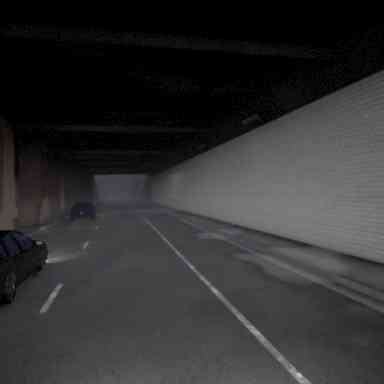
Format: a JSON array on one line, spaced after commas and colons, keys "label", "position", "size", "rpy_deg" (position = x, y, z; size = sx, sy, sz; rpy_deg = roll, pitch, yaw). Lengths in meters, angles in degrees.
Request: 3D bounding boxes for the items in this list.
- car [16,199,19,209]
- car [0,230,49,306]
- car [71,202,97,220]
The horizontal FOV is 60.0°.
[{"label": "car", "position": [-22.901, 1.621, 40.484], "size": [2.150, 2.045, 5.566], "rpy_deg": [-1, 0, -12]}, {"label": "car", "position": [-4.891, 1.634, 7.950], "size": [2.033, 1.411, 5.357], "rpy_deg": [-1, 0, -13]}, {"label": "car", "position": [-9.664, 1.605, 29.919], "size": [1.882, 1.535, 5.008], "rpy_deg": [-1, 0, -12]}]
